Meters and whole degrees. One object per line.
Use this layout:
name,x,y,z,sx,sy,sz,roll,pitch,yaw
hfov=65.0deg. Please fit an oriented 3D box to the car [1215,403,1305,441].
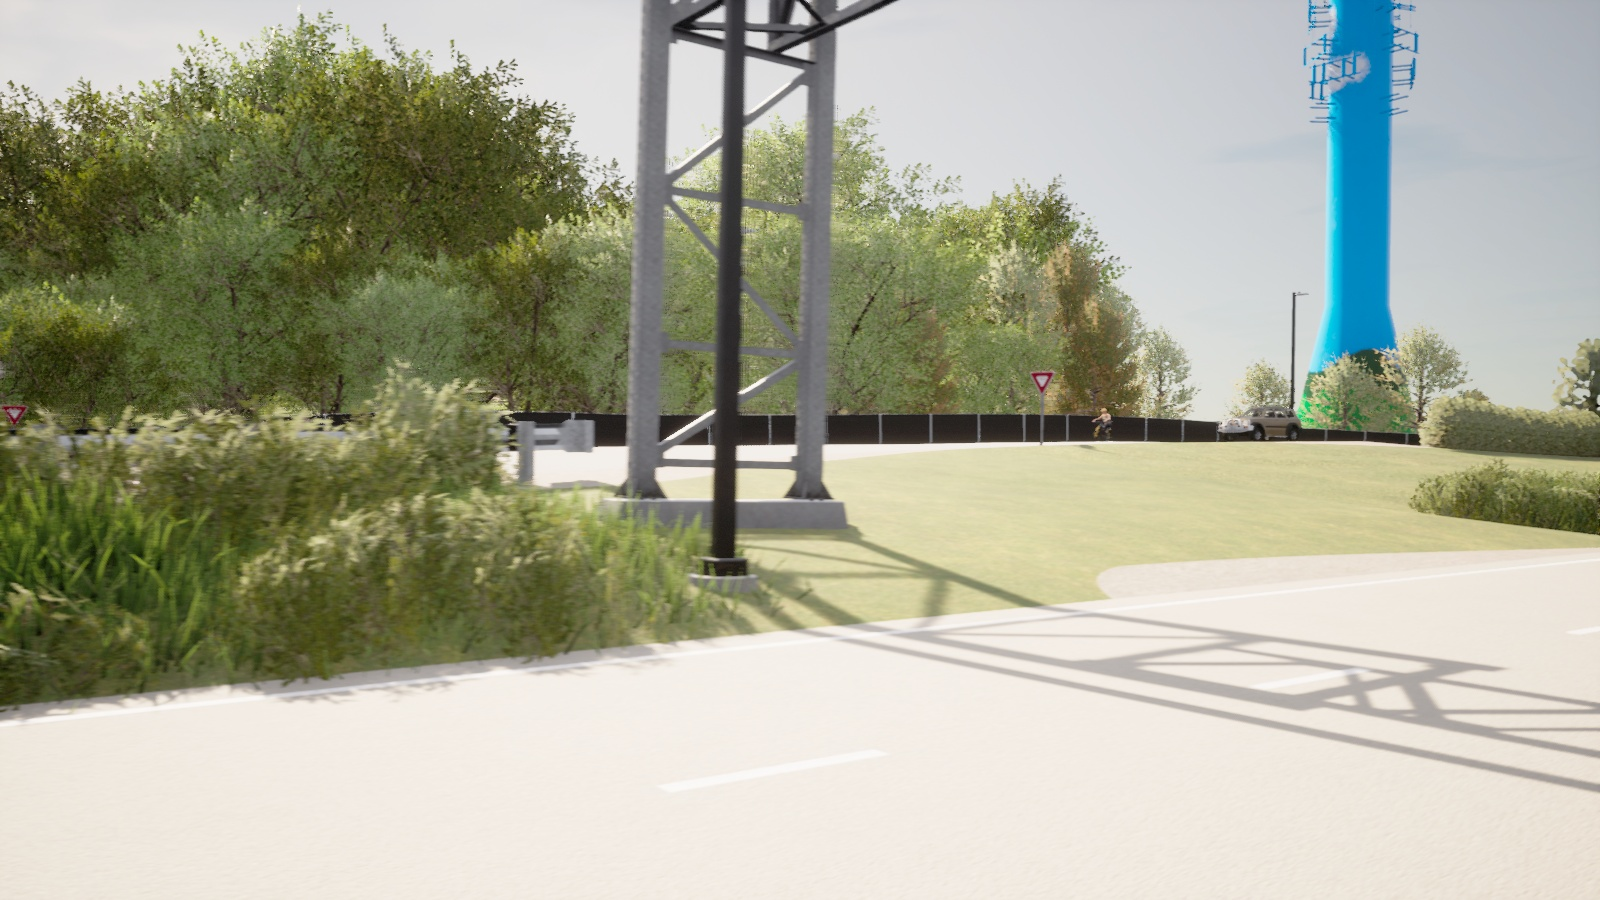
car,23.574,-1.436,64.308,4.605,1.855,1.932,-1,0,-32
